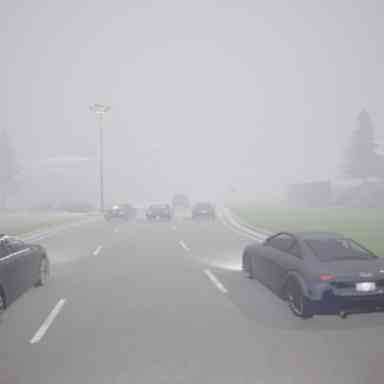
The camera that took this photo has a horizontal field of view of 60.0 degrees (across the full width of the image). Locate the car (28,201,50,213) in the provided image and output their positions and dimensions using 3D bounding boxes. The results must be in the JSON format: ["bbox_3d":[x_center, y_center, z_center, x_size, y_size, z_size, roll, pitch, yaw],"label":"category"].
[{"bbox_3d":[-20.366,1.930,45.281,2.128,1.511,4.902,-1,0,4],"label":"car"}]

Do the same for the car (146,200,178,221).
[{"bbox_3d":[-2.573,1.666,27.968,1.895,1.301,4.718,-1,0,2],"label":"car"}]

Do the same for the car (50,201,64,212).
[{"bbox_3d":[-16.866,1.872,45.215,1.837,1.490,4.892,-1,0,4],"label":"car"}]

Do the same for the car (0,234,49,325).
[{"bbox_3d":[-4.313,1.583,6.634,2.128,1.511,4.902,-1,0,-10],"label":"car"}]

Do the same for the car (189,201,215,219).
[{"bbox_3d":[1.012,1.556,29.211,1.994,1.385,4.181,-1,0,2],"label":"car"}]

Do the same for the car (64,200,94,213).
[{"bbox_3d":[-13.621,1.862,40.997,1.994,1.385,4.181,-1,0,4],"label":"car"}]

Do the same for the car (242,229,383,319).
[{"bbox_3d":[2.538,1.515,7.393,1.994,1.385,4.181,-1,0,-8],"label":"car"}]

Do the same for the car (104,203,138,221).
[{"bbox_3d":[-6.061,1.685,28.879,2.033,1.411,5.357,-1,0,2],"label":"car"}]

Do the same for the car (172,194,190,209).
[{"bbox_3d":[-1.559,1.275,46.937,2.150,2.045,5.566,-1,0,4],"label":"car"}]
